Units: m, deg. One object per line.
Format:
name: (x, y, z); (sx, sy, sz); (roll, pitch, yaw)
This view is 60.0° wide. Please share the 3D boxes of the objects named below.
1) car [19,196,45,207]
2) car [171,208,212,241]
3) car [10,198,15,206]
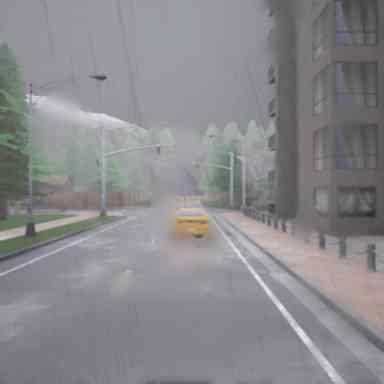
car: (-25.114, 1.339, 52.562); (1.932, 1.855, 4.605); (0, 0, -1)
car: (-0.029, 1.561, 17.034); (1.882, 1.535, 5.008); (0, -1, 0)
car: (-27.618, 1.343, 52.111); (1.905, 1.878, 3.866); (0, 0, -1)
